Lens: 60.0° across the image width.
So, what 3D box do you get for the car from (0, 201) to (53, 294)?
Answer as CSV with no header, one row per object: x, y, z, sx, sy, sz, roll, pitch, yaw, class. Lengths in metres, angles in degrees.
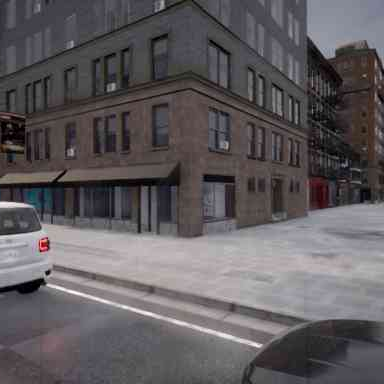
-5.465,1.221,7.574,5.566,2.045,2.150,0,0,36,car

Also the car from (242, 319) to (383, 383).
2.605,1.505,1.829,4.892,1.490,1.837,0,0,36,car
